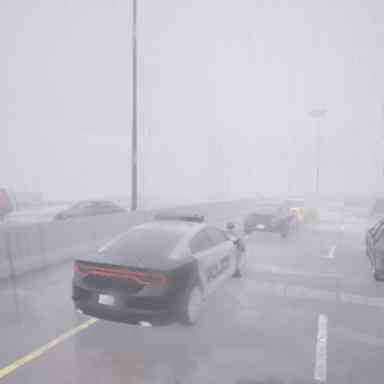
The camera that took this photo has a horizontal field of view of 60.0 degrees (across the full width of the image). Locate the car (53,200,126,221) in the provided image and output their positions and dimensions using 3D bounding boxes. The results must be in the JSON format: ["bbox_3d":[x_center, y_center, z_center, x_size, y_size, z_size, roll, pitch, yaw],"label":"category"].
[{"bbox_3d":[-5.441,1.153,18.225,1.994,1.385,4.181,1,1,26],"label":"car"}]

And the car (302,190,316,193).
[{"bbox_3d":[18.677,0.519,53.683,1.837,1.490,4.892,1,2,43],"label":"car"}]

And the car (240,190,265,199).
[{"bbox_3d":[8.663,0.563,47.241,1.882,1.535,5.008,1,2,39],"label":"car"}]

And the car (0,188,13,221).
[{"bbox_3d":[-13.000,0.755,18.708,2.150,2.045,5.566,1,1,25],"label":"car"}]

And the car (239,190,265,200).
[{"bbox_3d":[9.815,0.428,54.194,1.882,1.535,5.008,1,1,41],"label":"car"}]

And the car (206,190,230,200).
[{"bbox_3d":[4.127,0.422,52.773,1.882,1.535,5.008,1,1,39],"label":"car"}]

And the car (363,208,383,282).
[{"bbox_3d":[5.696,1.397,8.756,2.033,1.411,5.357,1,1,25],"label":"car"}]

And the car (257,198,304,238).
[{"bbox_3d":[3.862,1.222,15.778,1.812,1.442,4.674,1,1,27],"label":"car"}]

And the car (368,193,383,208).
[{"bbox_3d":[15.186,1.063,25.972,1.837,1.490,4.892,1,1,32],"label":"car"}]

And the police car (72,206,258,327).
[{"bbox_3d":[-0.195,1.274,7.073,1.930,1.638,5.238,1,1,23],"label":"police car"}]

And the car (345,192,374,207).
[{"bbox_3d":[18.497,0.916,37.100,1.994,1.385,4.181,1,2,38],"label":"car"}]

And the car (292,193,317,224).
[{"bbox_3d":[6.699,1.061,21.084,1.801,1.575,5.366,1,1,29],"label":"car"}]
